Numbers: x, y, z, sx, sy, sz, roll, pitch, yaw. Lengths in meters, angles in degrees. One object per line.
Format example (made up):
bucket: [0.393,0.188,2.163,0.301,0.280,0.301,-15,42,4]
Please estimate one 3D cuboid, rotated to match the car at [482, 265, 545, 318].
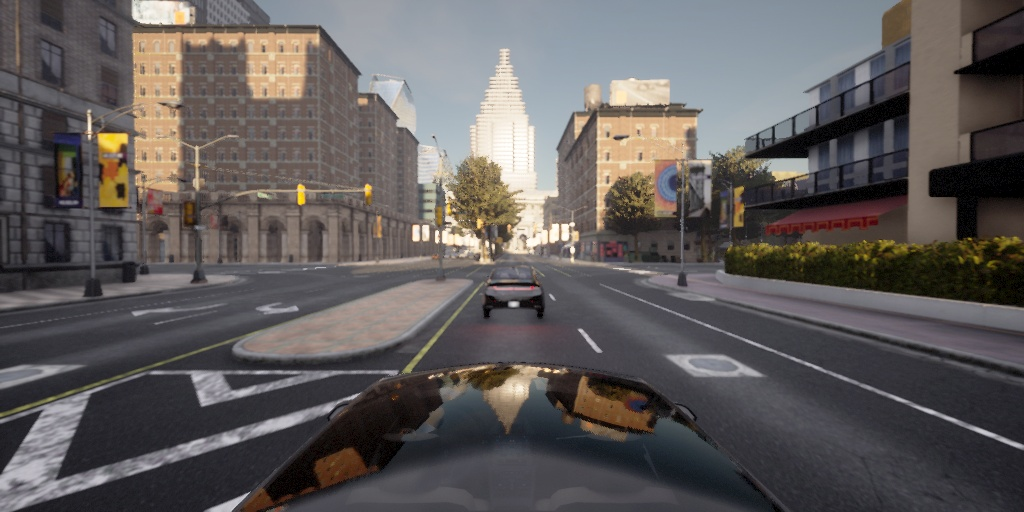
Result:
car: [0.051,1.062,12.143,2.128,1.511,4.902,0,1,0]
